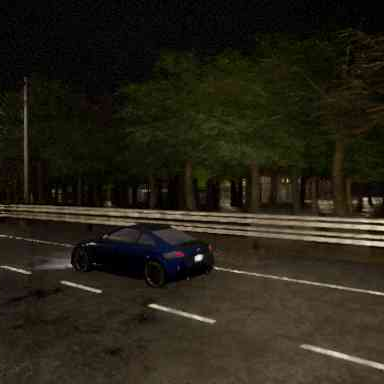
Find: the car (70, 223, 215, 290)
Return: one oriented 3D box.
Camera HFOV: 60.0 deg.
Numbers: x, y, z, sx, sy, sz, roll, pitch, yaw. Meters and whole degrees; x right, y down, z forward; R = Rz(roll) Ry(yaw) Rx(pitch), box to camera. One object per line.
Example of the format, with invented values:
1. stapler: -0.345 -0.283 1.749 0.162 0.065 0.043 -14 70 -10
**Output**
1. car: -1.470 1.572 9.224 4.181 1.385 1.994 0 0 36
